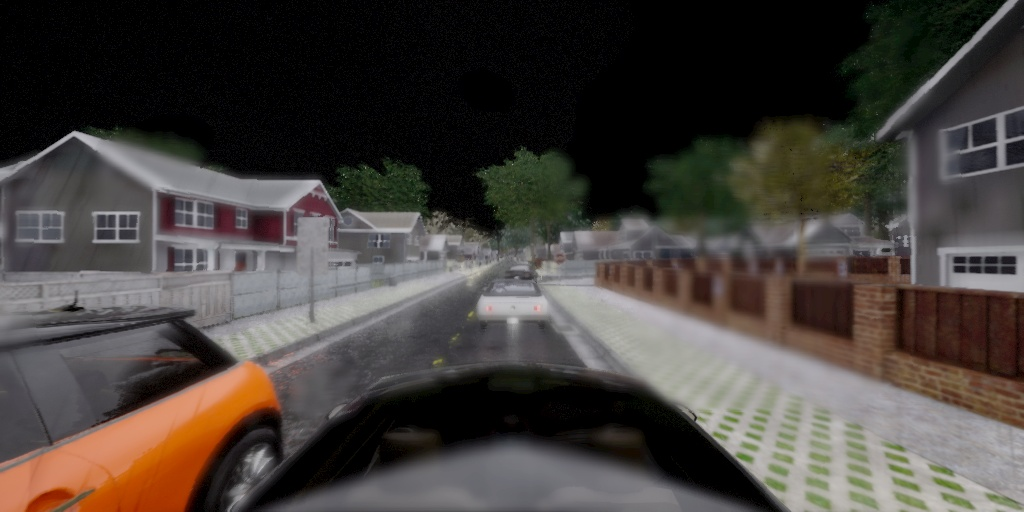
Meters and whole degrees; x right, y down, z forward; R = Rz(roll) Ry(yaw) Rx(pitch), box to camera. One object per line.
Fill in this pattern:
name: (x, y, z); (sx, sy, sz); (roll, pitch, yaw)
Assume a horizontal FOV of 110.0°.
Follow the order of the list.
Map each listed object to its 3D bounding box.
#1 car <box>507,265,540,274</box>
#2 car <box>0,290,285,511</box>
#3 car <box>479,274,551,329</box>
car: (0.933, 1.394, 26.599); (1.882, 1.535, 5.008); (0, 0, 12)
car: (-2.849, 1.096, 0.916); (2.097, 1.767, 4.553); (0, 0, 0)
car: (0.081, 1.417, 11.448); (1.895, 1.301, 4.718); (0, 0, 0)
